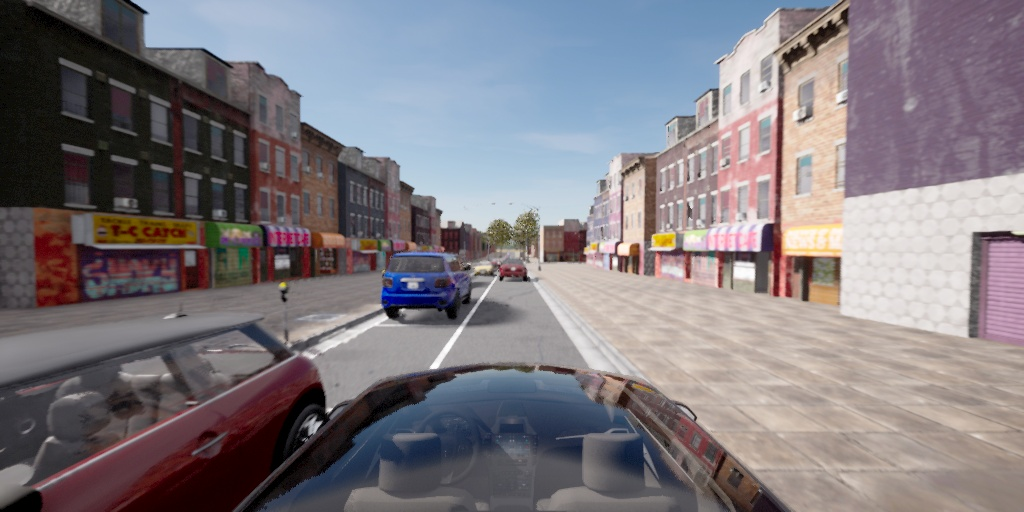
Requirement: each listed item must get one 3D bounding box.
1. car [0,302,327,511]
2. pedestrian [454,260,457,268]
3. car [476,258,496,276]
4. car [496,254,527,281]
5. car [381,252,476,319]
[{"bbox_3d":[-2.650,1.182,1.601,1.967,1.591,4.097,0,0,0],"label":"car"},{"bbox_3d":[-2.568,0.940,15.840,0.375,1.860,0.375,1,2,0],"label":"pedestrian"},{"bbox_3d":[-2.569,1.092,34.113,1.751,1.417,4.829,0,0,0],"label":"car"},{"bbox_3d":[0.114,0.948,28.256,2.097,1.767,4.553,0,0,1],"label":"car"},{"bbox_3d":[-2.731,0.890,12.605,2.150,2.045,5.566,0,0,0],"label":"car"}]
